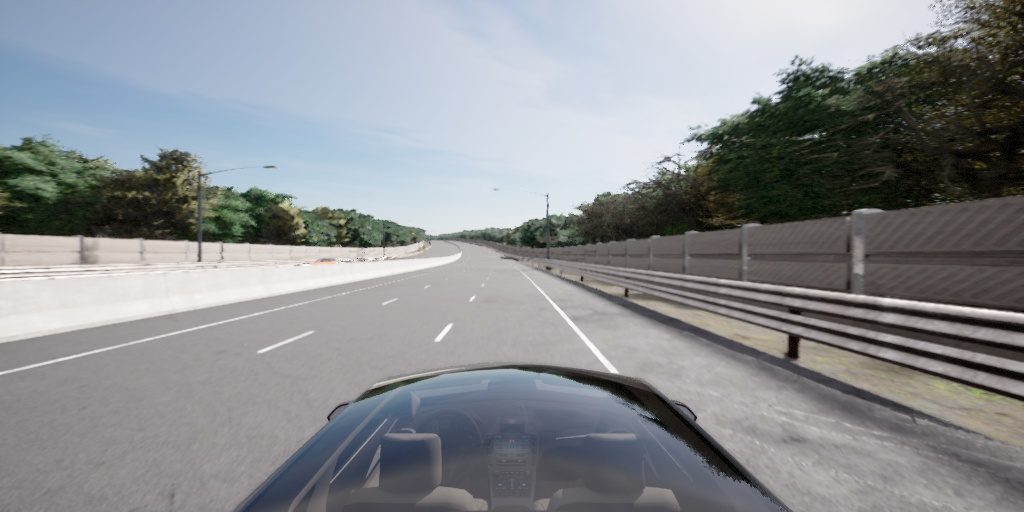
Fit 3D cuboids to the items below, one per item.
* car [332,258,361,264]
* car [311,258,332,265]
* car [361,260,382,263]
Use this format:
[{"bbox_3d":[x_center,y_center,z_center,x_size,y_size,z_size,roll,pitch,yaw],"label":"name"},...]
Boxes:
[{"bbox_3d":[-21.921,1.217,48.854,2.033,1.411,5.357,0,0,-2],"label":"car"},{"bbox_3d":[-25.435,1.033,48.818,2.097,1.767,4.553,0,0,-2],"label":"car"},{"bbox_3d":[-18.435,1.258,49.072,1.895,1.301,4.718,0,0,-2],"label":"car"}]
